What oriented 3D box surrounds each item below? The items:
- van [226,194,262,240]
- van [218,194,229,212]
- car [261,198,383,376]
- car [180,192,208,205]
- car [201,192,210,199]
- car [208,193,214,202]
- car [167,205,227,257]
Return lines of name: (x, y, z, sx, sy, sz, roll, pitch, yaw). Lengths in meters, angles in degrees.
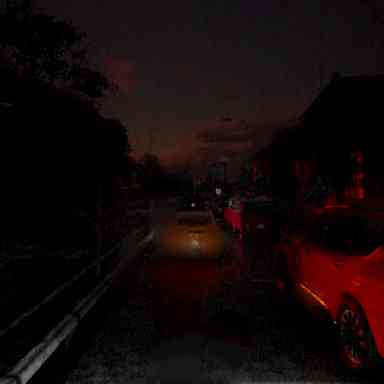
van: (3.055, 1.258, 16.895, 1.878, 1.987, 4.442, 0, 0, 0)
van: (3.058, 1.252, 22.442, 1.878, 1.987, 4.442, 0, 0, 0)
car: (3.053, 1.232, 5.714, 2.435, 2.045, 5.566, 0, 0, 0)
car: (0.103, 1.207, 31.227, 2.150, 2.045, 5.566, 0, 0, 0)
car: (2.948, 0.762, 74.647, 1.882, 1.535, 5.008, 0, 2, 0)
car: (2.946, 1.196, 66.796, 1.837, 1.490, 4.892, 0, 2, 0)
car: (0.088, 1.482, 13.027, 1.882, 1.535, 5.008, 0, 0, 0)
